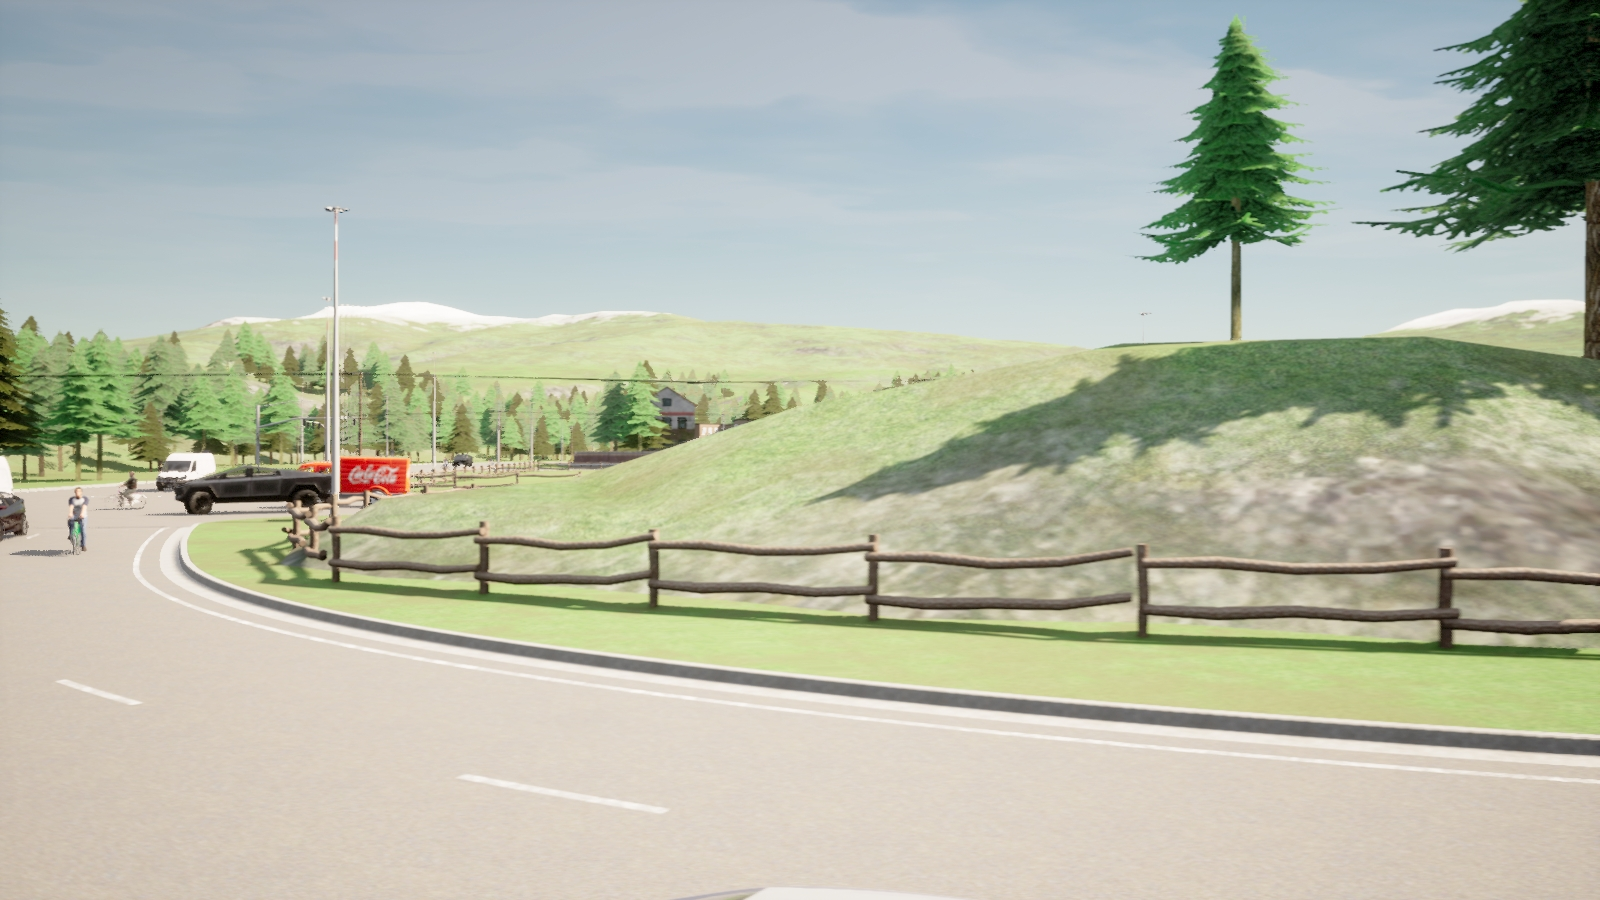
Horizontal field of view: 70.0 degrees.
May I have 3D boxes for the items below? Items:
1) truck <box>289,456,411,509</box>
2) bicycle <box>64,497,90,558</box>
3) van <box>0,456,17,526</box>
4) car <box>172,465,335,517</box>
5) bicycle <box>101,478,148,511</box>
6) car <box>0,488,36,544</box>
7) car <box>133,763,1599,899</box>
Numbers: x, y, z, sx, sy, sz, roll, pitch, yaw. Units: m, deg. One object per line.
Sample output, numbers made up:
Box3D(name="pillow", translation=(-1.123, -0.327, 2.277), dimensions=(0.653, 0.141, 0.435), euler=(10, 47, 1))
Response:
Box3D(name="truck", translation=(-21.790, 1.570, 55.590), dimensions=(5.204, 2.467, 2.627), euler=(1, -1, -15))
Box3D(name="bicycle", translation=(-19.134, 2.041, 30.246), dimensions=(0.373, 1.496, 1.643), euler=(1, 0, -25))
Box3D(name="van", translation=(-30.034, 1.512, 39.943), dimensions=(1.988, 2.561, 5.915), euler=(-1, 0, -8))
Box3D(name="car", translation=(-24.022, 1.734, 50.330), dimensions=(6.274, 2.098, 2.390), euler=(0, 0, -32))
Box3D(name="bicycle", translation=(-31.076, 2.036, 52.596), dimensions=(0.329, 1.471, 1.835), euler=(4, 2, 33))
Box3D(name="car", translation=(-25.163, 2.021, 34.962), dimensions=(2.007, 1.525, 4.514), euler=(0, 0, -21))
Box3D(name="car", translation=(0.620, 2.034, 2.766), dimensions=(5.006, 1.535, 2.097), euler=(0, 0, 20))
